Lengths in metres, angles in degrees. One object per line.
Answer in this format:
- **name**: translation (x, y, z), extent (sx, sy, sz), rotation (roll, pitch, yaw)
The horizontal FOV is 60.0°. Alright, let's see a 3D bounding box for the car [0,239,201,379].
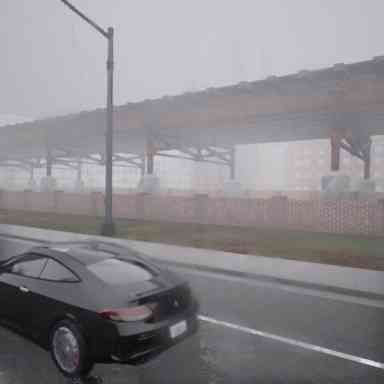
- **car**: translation (-2.032, 1.519, 5.464), extent (4.674, 1.442, 1.812), rotation (0, 0, 36)
